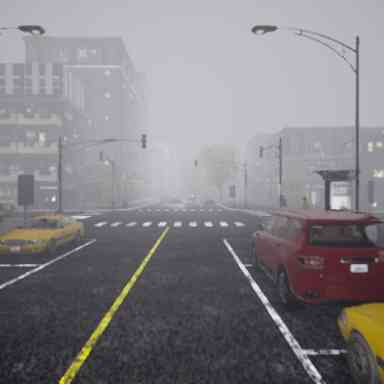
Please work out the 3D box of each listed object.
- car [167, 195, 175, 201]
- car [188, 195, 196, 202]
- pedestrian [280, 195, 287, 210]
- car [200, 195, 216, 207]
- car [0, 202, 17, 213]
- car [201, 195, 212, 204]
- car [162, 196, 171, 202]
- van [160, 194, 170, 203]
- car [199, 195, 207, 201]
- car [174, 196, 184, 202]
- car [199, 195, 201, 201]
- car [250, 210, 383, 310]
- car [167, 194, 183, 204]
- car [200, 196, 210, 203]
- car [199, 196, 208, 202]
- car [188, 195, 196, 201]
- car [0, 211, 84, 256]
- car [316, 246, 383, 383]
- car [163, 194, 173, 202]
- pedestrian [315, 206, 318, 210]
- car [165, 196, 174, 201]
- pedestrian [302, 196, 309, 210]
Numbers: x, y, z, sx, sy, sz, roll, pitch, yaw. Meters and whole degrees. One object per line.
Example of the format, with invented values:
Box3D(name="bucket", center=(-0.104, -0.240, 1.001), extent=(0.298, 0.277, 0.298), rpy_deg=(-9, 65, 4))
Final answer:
Box3D(name="car", center=(-5.679, 1.598, 91.112), extent=(2.008, 1.369, 4.403), rpy_deg=(0, 0, 0))
Box3D(name="car", center=(0.012, 1.569, 78.415), extent=(1.994, 1.385, 4.181), rpy_deg=(0, 0, 0))
Box3D(name="pedestrian", center=(6.138, 1.126, 22.285), extent=(0.375, 1.860, 0.375), rpy_deg=(0, 0, 0))
Box3D(name="car", center=(2.697, 1.543, 51.232), extent=(2.008, 1.369, 4.403), rpy_deg=(0, 0, 0))
Box3D(name="car", center=(-17.269, 1.244, 27.517), extent=(5.009, 1.841, 2.192), rpy_deg=(0, 0, 0))
Box3D(name="car", center=(2.698, 1.443, 62.625), extent=(1.967, 1.590, 4.097), rpy_deg=(0, 0, 0))
Box3D(name="car", center=(-5.682, 1.599, 74.022), extent=(1.802, 1.307, 4.206), rpy_deg=(0, 0, 0))
Box3D(name="van", center=(-5.683, 1.350, 68.325), extent=(1.690, 1.788, 3.998), rpy_deg=(0, 0, 0))
Box3D(name="car", center=(2.700, 1.476, 85.413), extent=(1.967, 1.590, 4.097), rpy_deg=(0, 0, 0))
Box3D(name="car", center=(-2.988, 1.553, 78.136), extent=(2.033, 1.411, 5.357), rpy_deg=(0, 0, 0))
Box3D(name="car", center=(2.697, 1.438, 56.929), extent=(1.967, 1.590, 4.097), rpy_deg=(0, 0, 0))
Box3D(name="car", center=(2.692, 1.309, 7.741), extent=(2.192, 1.841, 5.009), rpy_deg=(0, 0, 0))
Box3D(name="car", center=(-3.017, 1.603, 61.769), extent=(1.895, 1.301, 4.718), rpy_deg=(0, 0, 1))
Box3D(name="car", center=(2.698, 1.591, 68.323), extent=(1.802, 1.307, 4.206), rpy_deg=(0, 0, 0))
Box3D(name="car", center=(2.700, 1.576, 79.716), extent=(2.008, 1.369, 4.403), rpy_deg=(0, 0, 0))
Box3D(name="car", center=(0.012, 1.493, 88.422), extent=(2.033, 1.411, 5.357), rpy_deg=(0, 0, 0))
Box3D(name="car", center=(-5.689, 1.516, 13.113), extent=(1.752, 1.417, 4.829), rpy_deg=(0, 0, 0))
Box3D(name="car", center=(2.691, 1.524, 2.371), extent=(1.752, 1.417, 4.829), rpy_deg=(0, 0, 0))
Box3D(name="car", center=(-5.681, 1.340, 79.719), extent=(2.192, 1.841, 5.009), rpy_deg=(0, 0, 0))
Box3D(name="pedestrian", center=(8.138, 1.514, 21.685), extent=(0.375, 1.300, 0.375), rpy_deg=(0, 0, 0))
Box3D(name="car", center=(-5.680, 1.601, 85.416), extent=(1.947, 1.339, 4.313), rpy_deg=(0, 0, 0))
Box3D(name="pedestrian", center=(7.137, 1.166, 21.085), extent=(0.375, 1.860, 0.375), rpy_deg=(0, 0, 0))
